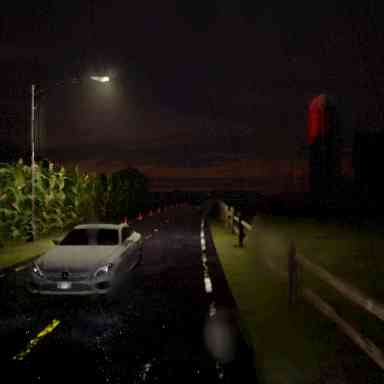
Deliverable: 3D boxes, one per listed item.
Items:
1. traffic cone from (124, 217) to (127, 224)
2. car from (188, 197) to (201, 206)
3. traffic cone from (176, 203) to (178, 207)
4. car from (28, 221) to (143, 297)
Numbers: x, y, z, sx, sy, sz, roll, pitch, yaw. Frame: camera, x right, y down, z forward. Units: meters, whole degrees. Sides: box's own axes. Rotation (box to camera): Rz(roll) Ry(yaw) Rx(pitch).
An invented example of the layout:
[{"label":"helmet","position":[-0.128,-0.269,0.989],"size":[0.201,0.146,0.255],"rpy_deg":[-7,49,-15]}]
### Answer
[{"label":"traffic cone","position":[-4.519,1.992,22.643],"size":[0.340,0.580,0.340],"rpy_deg":[0,0,2]},{"label":"car","position":[0.387,1.549,56.810],"size":[1.882,1.535,5.008],"rpy_deg":[0,0,6]},{"label":"traffic cone","position":[-2.451,2.028,52.725],"size":[0.340,0.580,0.340],"rpy_deg":[0,0,6]},{"label":"car","position":[-2.434,1.540,8.734],"size":[1.812,1.442,4.674],"rpy_deg":[0,0,1]}]
